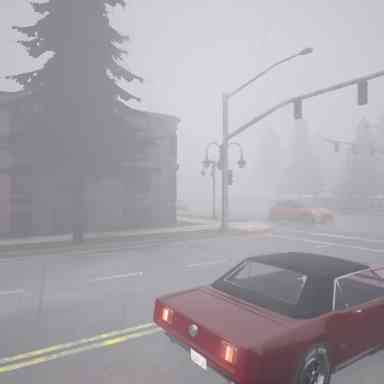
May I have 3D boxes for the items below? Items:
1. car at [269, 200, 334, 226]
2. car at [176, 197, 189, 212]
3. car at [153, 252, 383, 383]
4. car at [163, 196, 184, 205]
[{"bbox_3d":[7.731,1.351,23.764,2.097,1.767,4.553,0,0,-33],"label":"car"},{"bbox_3d":[-2.196,1.504,38.875,1.837,1.490,4.892,0,0,-33],"label":"car"},{"bbox_3d":[1.919,1.601,5.001,4.718,1.301,1.895,0,0,-34],"label":"car"},{"bbox_3d":[-3.374,1.526,60.065,1.812,1.442,4.674,0,0,-33],"label":"car"}]
